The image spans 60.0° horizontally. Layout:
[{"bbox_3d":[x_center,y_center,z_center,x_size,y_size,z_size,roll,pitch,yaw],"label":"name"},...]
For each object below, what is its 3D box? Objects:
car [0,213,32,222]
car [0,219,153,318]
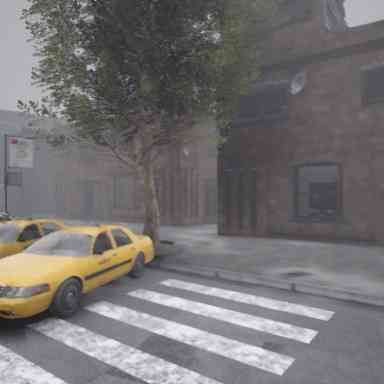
[{"bbox_3d":[-5.029,1.472,9.474,1.946,1.575,5.366,1,-1,16],"label":"car"},{"bbox_3d":[-2.587,1.475,7.728,1.946,1.575,5.366,1,-1,16],"label":"car"}]
